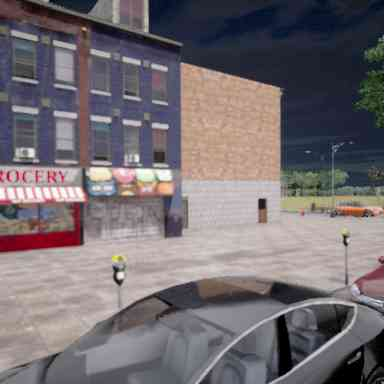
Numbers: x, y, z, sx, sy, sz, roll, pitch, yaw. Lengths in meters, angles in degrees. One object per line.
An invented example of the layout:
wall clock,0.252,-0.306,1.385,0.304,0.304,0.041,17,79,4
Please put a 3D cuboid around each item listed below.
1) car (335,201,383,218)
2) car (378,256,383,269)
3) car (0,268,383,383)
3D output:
car,16.945,1.742,33.682,2.097,1.767,4.553,-1,-1,-35
car,4.543,1.593,6.058,4.206,1.307,1.802,0,-1,-35
car,0.117,1.568,2.904,4.313,1.339,1.947,0,-1,-35
